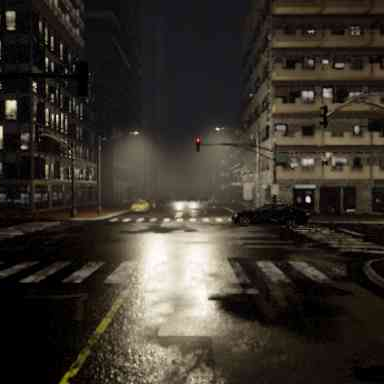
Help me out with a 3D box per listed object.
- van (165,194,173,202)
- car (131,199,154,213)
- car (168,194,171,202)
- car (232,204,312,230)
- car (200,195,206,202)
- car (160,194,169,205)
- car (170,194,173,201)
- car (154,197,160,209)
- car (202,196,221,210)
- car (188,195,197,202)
[{"bbox_3d":[-5.634,1.389,82.231,1.690,1.788,3.998,-1,0,0],"label":"van"},{"bbox_3d":[-5.671,1.545,36.824,1.752,1.417,4.829,-1,0,0],"label":"car"},{"bbox_3d":[-5.645,1.620,65.266,1.802,1.307,4.206,-1,0,0],"label":"car"},{"bbox_3d":[5.001,1.509,21.113,4.902,1.511,2.128,1,1,22],"label":"car"},{"bbox_3d":[2.743,1.484,76.569,1.967,1.590,4.097,-1,0,0],"label":"car"},{"bbox_3d":[-5.650,1.579,59.611,1.887,1.381,4.507,-1,0,0],"label":"car"},{"bbox_3d":[-5.640,1.586,70.921,1.887,1.381,4.507,-1,0,0],"label":"car"},{"bbox_3d":[-5.665,1.589,42.648,1.947,1.339,4.313,-1,0,0],"label":"car"},{"bbox_3d":[2.714,1.574,42.641,2.008,1.369,4.403,-1,0,0],"label":"car"},{"bbox_3d":[0.066,1.399,75.125,2.097,1.767,4.553,0,0,0],"label":"car"}]
